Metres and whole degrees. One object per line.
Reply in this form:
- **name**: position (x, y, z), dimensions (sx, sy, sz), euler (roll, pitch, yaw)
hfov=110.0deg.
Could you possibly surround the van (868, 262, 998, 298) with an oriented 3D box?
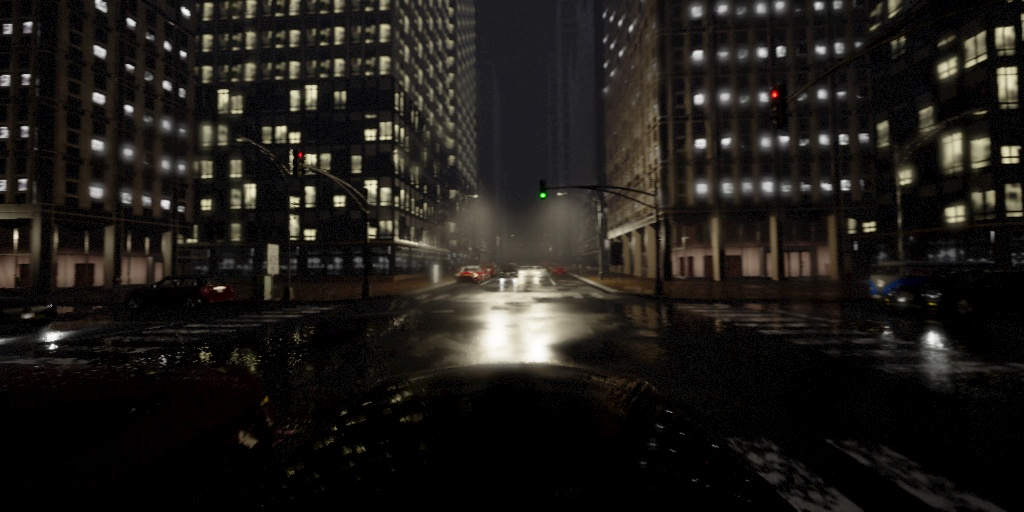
- **van**: position (16.988, 1.120, 14.464), dimensions (3.998, 1.789, 1.690), euler (0, 0, 4)

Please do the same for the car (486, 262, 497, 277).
- **car**: position (-2.887, 1.597, 42.485), dimensions (2.192, 1.841, 5.009), euler (0, 0, 4)

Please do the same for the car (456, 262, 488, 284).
- **car**: position (-3.619, 1.598, 31.359), dimensions (1.967, 1.591, 4.097), euler (0, 0, 4)

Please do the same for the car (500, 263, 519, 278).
- **car**: position (-0.278, 1.734, 41.334), dimensions (1.837, 1.490, 4.892), euler (-1, 0, 4)

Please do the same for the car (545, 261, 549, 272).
- **car**: position (6.222, 1.809, 53.299), dimensions (1.751, 1.417, 4.829), euler (0, 0, 4)

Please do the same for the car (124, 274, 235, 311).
- **car**: position (-15.409, 1.642, 16.663), dimensions (4.097, 1.591, 1.967), euler (0, 0, 4)

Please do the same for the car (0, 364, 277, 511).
- **car**: position (-2.923, 1.311, 1.103), dimensions (1.812, 1.442, 4.674), euler (-1, -1, 4)

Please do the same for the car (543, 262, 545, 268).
- **car**: position (6.577, 1.912, 58.694), dimensions (1.948, 1.339, 4.313), euler (0, 0, 4)

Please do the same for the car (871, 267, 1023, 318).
- **car**: position (15.589, 1.222, 11.992), dimensions (4.892, 1.490, 1.837), euler (-1, -2, 3)

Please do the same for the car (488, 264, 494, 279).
- **car**: position (-3.253, 1.802, 36.922), dimensions (1.802, 1.307, 4.207), euler (0, 0, 4)

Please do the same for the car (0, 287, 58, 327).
- **car**: position (-16.924, 1.568, 10.986), dimensions (4.674, 1.442, 1.812), euler (-1, -2, 4)

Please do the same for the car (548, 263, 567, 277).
- **car**: position (5.478, 1.742, 41.998), dimensions (1.802, 1.307, 4.207), euler (0, 0, 4)
